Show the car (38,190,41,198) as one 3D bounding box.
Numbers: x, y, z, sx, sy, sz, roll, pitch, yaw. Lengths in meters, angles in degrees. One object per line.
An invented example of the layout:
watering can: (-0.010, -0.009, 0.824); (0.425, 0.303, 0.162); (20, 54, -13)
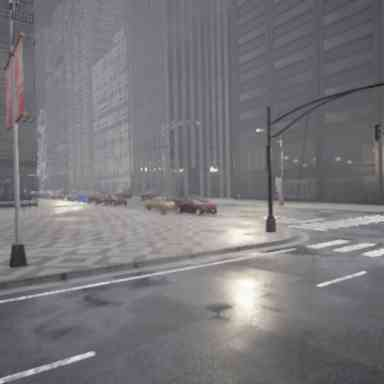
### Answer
car: (-32.586, 0.431, 73.373); (2.192, 1.841, 5.009); (-1, 1, -36)

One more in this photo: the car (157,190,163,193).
car: (-2.646, 0.849, 46.418); (1.947, 1.339, 4.313); (-1, 1, -36)

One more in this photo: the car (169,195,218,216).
car: (0.305, 1.185, 27.748); (1.887, 1.381, 4.507); (-1, 1, -36)

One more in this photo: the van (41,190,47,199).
van: (-29.297, 0.515, 68.811); (1.690, 1.788, 3.998); (-1, 1, -36)

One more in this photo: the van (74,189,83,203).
van: (-16.142, 0.738, 50.560); (1.690, 1.788, 3.998); (-1, 1, -36)

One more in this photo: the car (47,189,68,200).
car: (-26.008, 0.671, 64.250); (1.967, 1.590, 4.097); (-1, 1, -36)

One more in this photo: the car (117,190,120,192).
car: (-13.506, 0.808, 51.724); (1.882, 1.535, 5.008); (-2, 1, -35)

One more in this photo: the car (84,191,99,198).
car: (-22.379, 0.502, 73.794); (1.887, 1.381, 4.507); (-1, 1, -36)

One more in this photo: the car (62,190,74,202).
car: (-19.429, 0.894, 55.126); (2.008, 1.369, 4.403); (-1, 1, -36)

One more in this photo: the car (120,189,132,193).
car: (-12.514, 0.442, 60.102); (2.192, 1.841, 5.009); (-1, 1, -36)

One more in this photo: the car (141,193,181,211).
car: (-2.886, 1.122, 32.173); (1.752, 1.417, 4.829); (-1, 1, -36)

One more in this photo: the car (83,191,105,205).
car: (-12.853, 0.764, 45.996); (2.192, 1.841, 5.009); (-1, 1, -36)

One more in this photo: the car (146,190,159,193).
car: (-5.937, 0.548, 50.977); (2.192, 1.841, 5.009); (-1, 1, -36)

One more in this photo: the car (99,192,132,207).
car: (-9.562, 1.044, 41.437); (1.887, 1.381, 4.507); (-1, 1, -36)

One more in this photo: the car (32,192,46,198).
car: (-35.873, 0.609, 77.940); (2.008, 1.369, 4.403); (-1, 1, -36)

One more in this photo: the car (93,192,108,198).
car: (-19.089, 0.597, 69.232); (1.802, 1.307, 4.206); (-1, 1, -36)
